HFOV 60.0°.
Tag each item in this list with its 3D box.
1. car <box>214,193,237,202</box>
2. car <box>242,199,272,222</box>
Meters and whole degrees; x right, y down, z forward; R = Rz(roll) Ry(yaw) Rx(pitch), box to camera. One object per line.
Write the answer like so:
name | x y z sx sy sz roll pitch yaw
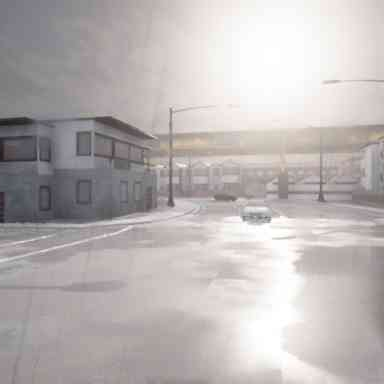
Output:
car | 4.862 0.740 48.161 1.895 1.301 4.718 0 1 -17
car | 4.725 1.274 23.832 1.812 1.442 4.674 1 2 15
